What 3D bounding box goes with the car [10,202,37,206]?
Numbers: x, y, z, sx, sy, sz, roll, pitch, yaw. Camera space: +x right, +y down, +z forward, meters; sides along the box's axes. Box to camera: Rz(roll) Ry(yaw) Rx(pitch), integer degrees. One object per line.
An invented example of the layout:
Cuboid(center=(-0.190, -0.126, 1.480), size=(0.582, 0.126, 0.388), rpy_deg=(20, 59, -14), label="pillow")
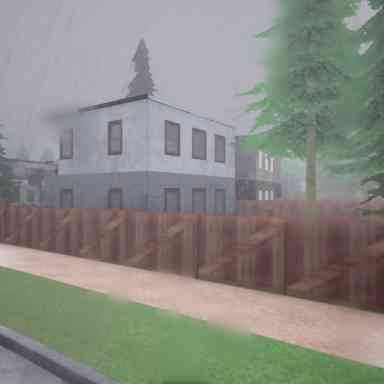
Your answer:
Cuboid(center=(-15.331, 1.582, 29.327), size=(1.895, 1.301, 4.718), rpy_deg=(0, 0, 28), label="car")
